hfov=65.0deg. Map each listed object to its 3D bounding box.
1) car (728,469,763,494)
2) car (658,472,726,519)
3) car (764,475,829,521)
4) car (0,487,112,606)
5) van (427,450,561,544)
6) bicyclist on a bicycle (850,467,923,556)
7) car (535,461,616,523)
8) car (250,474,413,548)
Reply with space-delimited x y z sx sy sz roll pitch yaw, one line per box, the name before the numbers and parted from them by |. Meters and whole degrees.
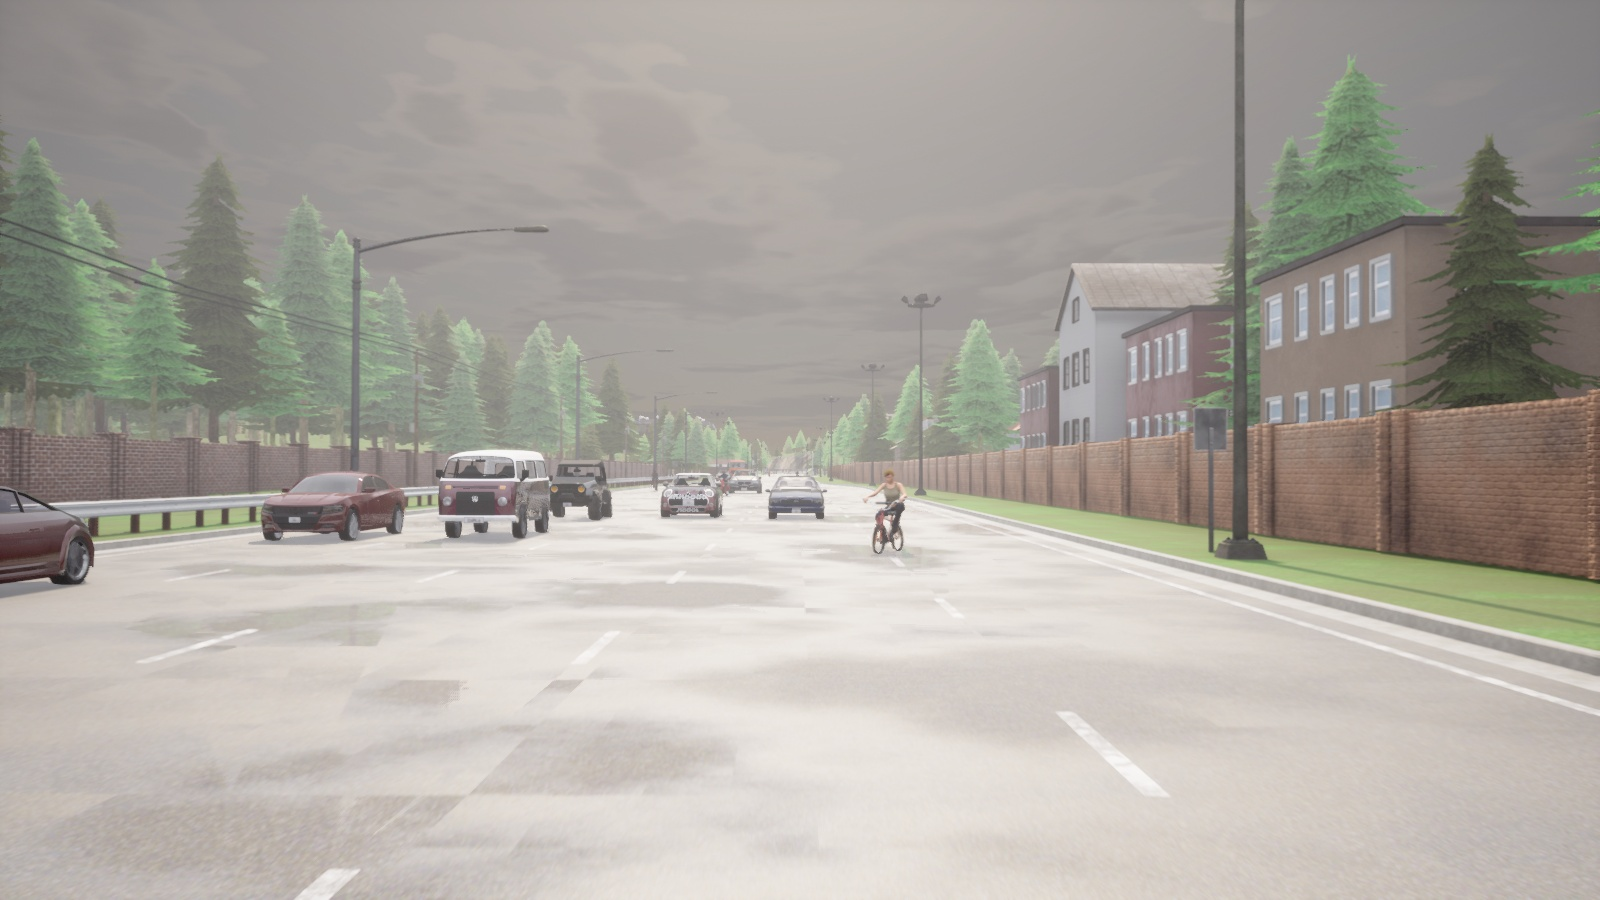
car | -3.719 2.117 86.396 2.242 1.667 4.611 0 -1 0
car | -3.607 1.503 42.434 1.970 1.475 3.806 0 -1 0
car | -0.106 1.564 41.992 2.033 1.411 5.357 0 -1 0
car | -10.539 1.176 15.317 1.994 1.385 4.181 0 -1 0
van | -7.076 1.059 29.516 2.069 2.038 4.480 0 -1 0
bicyclist on a bicycle | 1.653 1.144 23.905 0.866 1.612 1.509 -1 -1 26
car | -7.102 1.308 40.072 1.905 1.878 3.866 0 -1 0
car | -10.573 1.315 28.767 1.882 1.535 5.008 0 -1 0
